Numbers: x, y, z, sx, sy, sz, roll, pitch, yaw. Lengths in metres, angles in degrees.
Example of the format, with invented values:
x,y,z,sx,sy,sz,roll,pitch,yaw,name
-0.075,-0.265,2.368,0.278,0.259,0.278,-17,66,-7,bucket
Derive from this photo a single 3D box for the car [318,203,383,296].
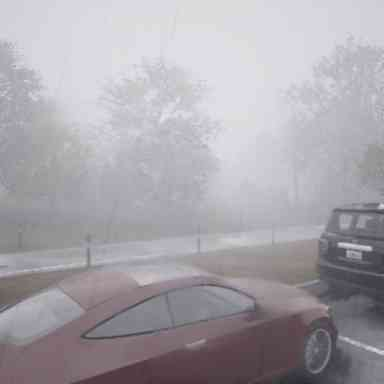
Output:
x,y,z,sx,sy,sz,roll,pitch,yaw,name
5.253,1.283,7.801,5.566,2.045,2.435,0,0,-35,car

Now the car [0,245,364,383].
x,y,z,sx,sy,sz,roll,pitch,yaw,name
-0.239,1.549,3.885,4.674,1.452,2.002,0,0,-35,car
